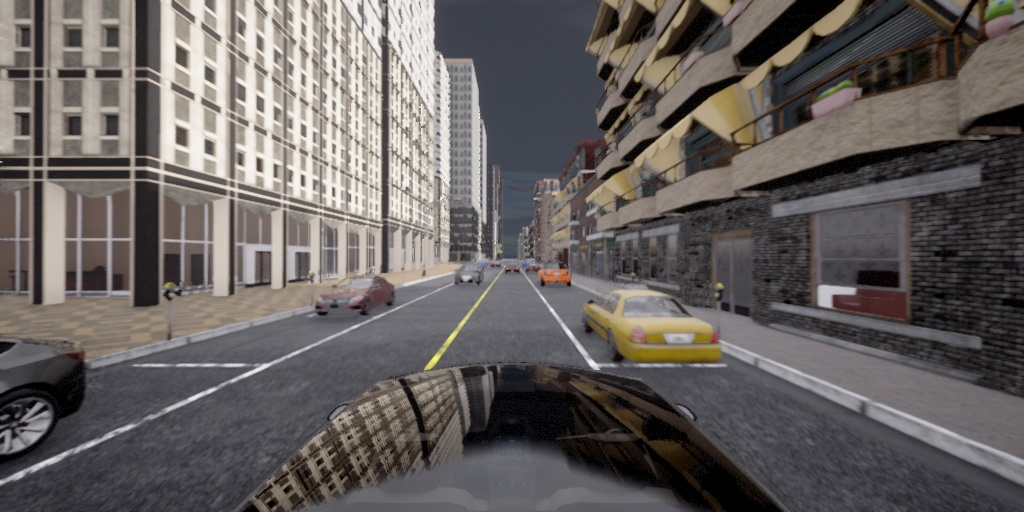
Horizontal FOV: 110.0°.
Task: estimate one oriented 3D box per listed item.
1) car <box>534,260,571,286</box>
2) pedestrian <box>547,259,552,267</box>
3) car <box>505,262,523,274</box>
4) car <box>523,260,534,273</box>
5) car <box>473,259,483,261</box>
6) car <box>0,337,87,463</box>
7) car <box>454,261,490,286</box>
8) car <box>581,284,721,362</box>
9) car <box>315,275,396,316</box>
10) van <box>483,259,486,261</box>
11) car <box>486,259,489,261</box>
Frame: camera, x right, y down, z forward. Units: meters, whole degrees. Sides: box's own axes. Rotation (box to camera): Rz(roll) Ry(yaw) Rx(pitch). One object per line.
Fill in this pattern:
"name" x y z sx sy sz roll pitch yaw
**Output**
"car" 3.010 1.207 26.403 2.097 1.767 4.553 0 0 0
"pedestrian" 3.012 1.163 29.209 0.375 1.860 0.375 0 0 -2
"car" 0.059 1.546 45.458 1.895 1.301 4.718 0 0 0
"car" 2.709 1.536 47.459 1.802 1.307 4.207 0 0 0
"car" -5.668 1.548 53.111 1.948 1.339 4.313 0 0 0
"car" -5.690 1.318 2.275 1.948 1.339 4.313 0 0 0
"car" -3.087 1.349 26.595 2.128 1.511 4.902 0 0 0
"car" 2.693 1.301 8.090 1.751 1.417 4.829 0 0 0
"car" -5.685 1.381 13.572 1.802 1.307 4.207 0 0 0
"van" -5.667 1.351 58.759 1.690 1.789 3.998 0 0 0
"car" -5.664 1.589 64.408 2.007 1.370 4.403 0 0 0
